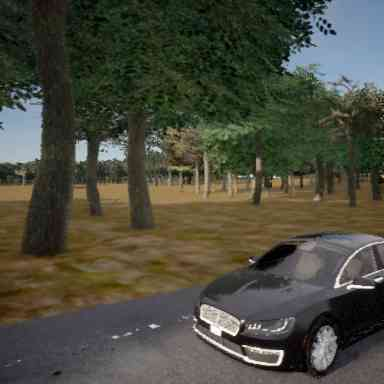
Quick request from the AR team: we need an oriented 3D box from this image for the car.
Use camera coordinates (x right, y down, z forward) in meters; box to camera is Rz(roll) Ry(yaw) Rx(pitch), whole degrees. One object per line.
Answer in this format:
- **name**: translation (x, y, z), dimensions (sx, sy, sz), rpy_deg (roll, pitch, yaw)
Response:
- **car**: translation (2.278, 1.499, 5.616), dimensions (4.892, 1.490, 1.837), rpy_deg (0, 0, -35)
